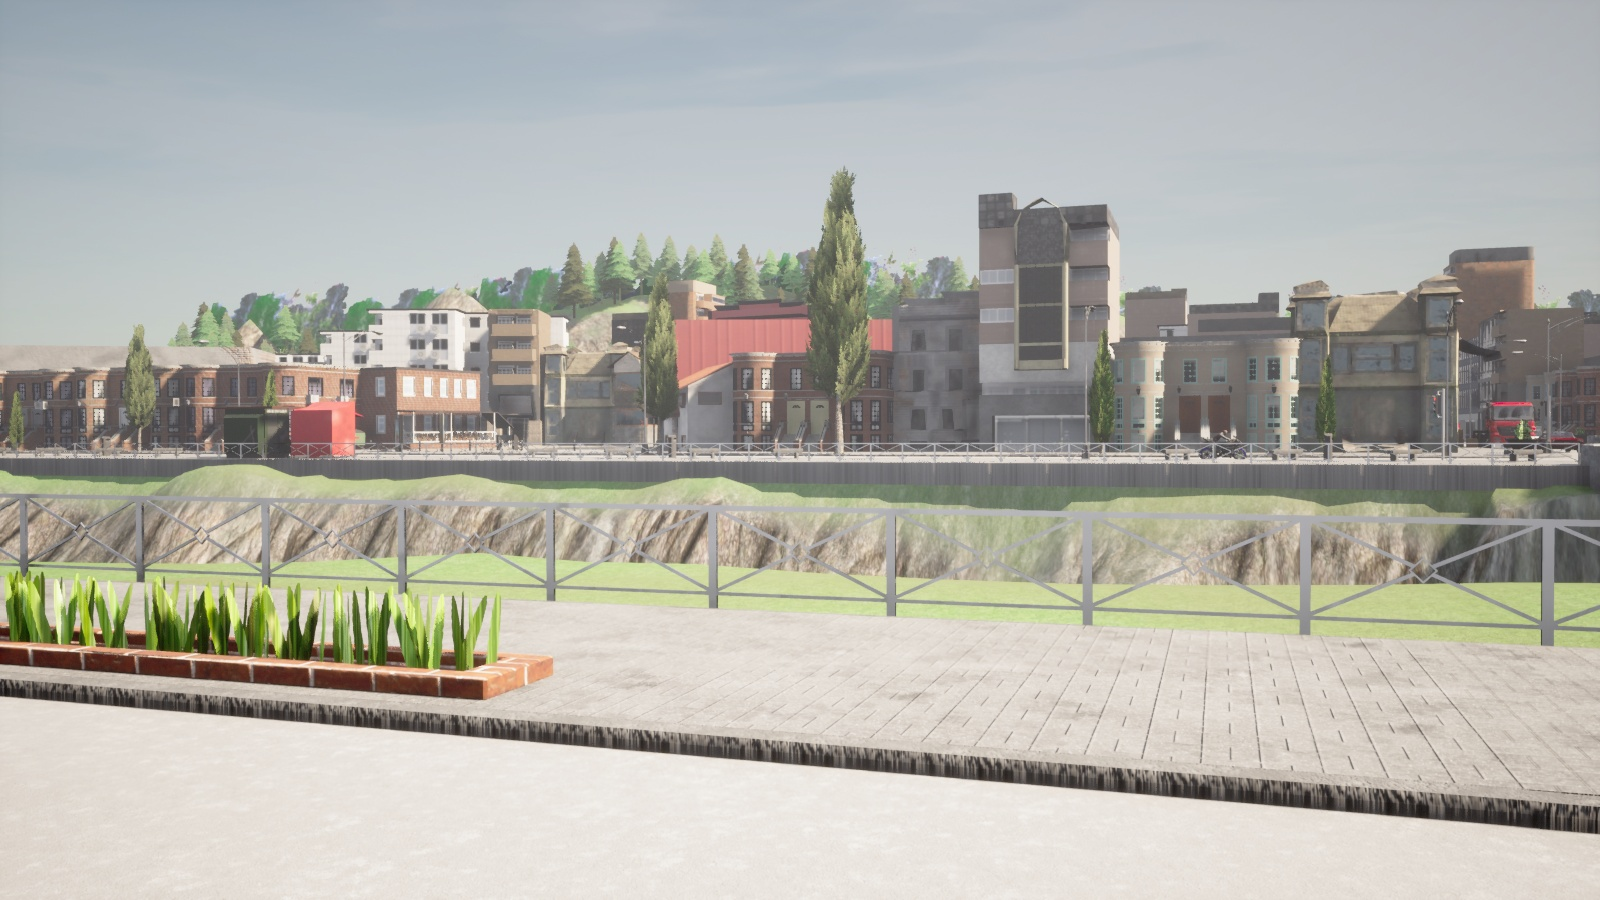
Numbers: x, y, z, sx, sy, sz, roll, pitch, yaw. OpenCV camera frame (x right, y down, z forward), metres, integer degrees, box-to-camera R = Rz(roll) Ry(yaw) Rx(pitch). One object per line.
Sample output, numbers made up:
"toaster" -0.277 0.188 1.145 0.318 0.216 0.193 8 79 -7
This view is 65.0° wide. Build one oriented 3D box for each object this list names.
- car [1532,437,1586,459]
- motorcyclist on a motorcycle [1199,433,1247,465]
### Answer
"car" 47.006 -0.143 77.846 1.895 1.301 4.718 1 1 19
"motorcyclist on a motorcycle" 20.822 -0.050 61.831 2.191 1.530 0.866 1 1 19
